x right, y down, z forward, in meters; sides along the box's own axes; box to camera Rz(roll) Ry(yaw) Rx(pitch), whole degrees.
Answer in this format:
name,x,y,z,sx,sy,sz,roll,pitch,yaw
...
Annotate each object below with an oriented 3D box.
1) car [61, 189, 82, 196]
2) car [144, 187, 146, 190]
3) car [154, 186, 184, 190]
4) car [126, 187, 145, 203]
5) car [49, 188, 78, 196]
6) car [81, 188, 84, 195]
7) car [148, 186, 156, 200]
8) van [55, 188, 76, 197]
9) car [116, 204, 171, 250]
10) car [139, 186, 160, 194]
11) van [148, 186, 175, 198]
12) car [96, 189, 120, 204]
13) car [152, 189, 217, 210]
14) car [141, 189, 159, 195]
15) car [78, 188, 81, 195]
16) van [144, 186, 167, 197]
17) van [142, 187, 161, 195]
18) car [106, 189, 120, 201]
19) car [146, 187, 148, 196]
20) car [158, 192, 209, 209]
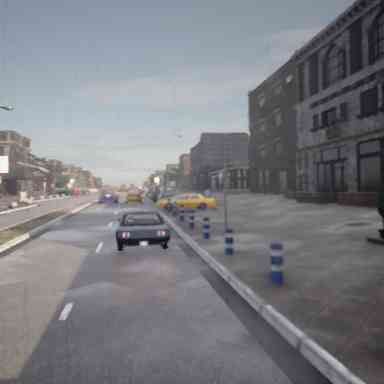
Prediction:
name,x,y,z,sx,sy,sz,roll,pitch,yaw
car,-31.959,0.140,88.155,4.892,1.521,2.231,-1,1,-10
car,-4.810,0.263,53.783,5.008,1.535,2.097,-1,1,-10
car,-1.378,0.539,34.800,4.553,1.767,2.185,-1,2,-10
car,-7.306,0.551,41.916,1.882,1.535,5.008,-1,2,-10
car,-30.027,0.037,77.082,5.566,2.045,2.435,-1,1,-10
car,-31.487,-0.070,85.289,5.566,2.045,2.435,-1,1,-10
car,-1.816,0.345,37.517,5.566,2.045,2.435,-1,2,-10
van,-30.369,0.026,79.842,4.442,1.987,1.878,-1,1,-10
car,-2.067,1.434,13.627,1.895,1.301,4.718,-1,1,-11
car,-11.788,-0.458,91.744,5.566,2.045,2.435,-1,1,-10
van,-5.179,-0.006,56.390,4.442,1.987,1.878,-1,1,-10
car,-10.180,0.486,40.929,2.097,1.767,4.553,-1,1,-10
car,-0.536,0.812,29.355,5.366,1.575,1.946,-1,2,-10
car,-11.289,-0.138,89.037,4.792,1.488,2.163,-1,1,-10
car,-30.963,0.246,82.692,4.792,1.488,2.163,-1,1,-10
van,-7.412,-0.139,67.314,4.442,1.987,1.878,-1,1,-10
van,-10.157,-0.323,83.630,4.442,1.987,1.878,-1,1,-10
car,-12.050,0.417,50.875,1.882,1.535,5.008,-1,1,-10
car,-3.818,0.361,48.362,4.892,1.521,2.231,-1,1,-10
car,-0.846,0.776,32.102,4.674,1.452,2.002,-1,2,-10
